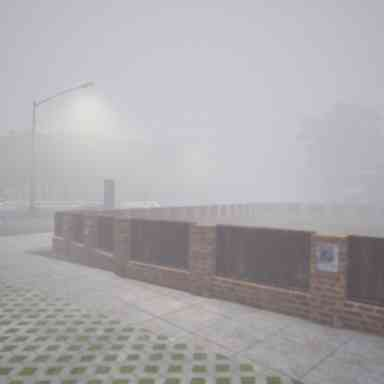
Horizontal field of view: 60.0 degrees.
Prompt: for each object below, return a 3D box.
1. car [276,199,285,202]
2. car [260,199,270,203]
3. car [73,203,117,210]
[{"bbox_3d":[22.090,2.529,83.123,2.033,1.411,5.357,1,0,21],"label":"car"},{"bbox_3d":[18.586,2.485,84.857,2.128,1.511,4.902,1,0,24],"label":"car"},{"bbox_3d":[-6.691,1.593,24.828,1.837,1.490,4.892,1,0,31],"label":"car"}]
